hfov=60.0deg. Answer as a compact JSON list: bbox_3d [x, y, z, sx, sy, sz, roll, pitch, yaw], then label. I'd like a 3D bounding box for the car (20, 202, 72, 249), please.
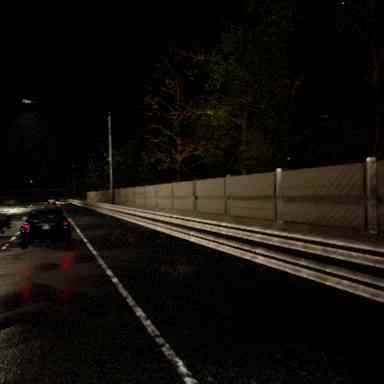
[{"bbox_3d":[-7.066,1.562,16.180,2.097,1.767,4.553,-2,0,-23],"label":"car"}]

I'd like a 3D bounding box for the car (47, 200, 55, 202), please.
[{"bbox_3d":[-35.956,2.712,85.114,2.128,1.511,4.902,-2,0,-23],"label":"car"}]

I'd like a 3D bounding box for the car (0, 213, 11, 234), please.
[{"bbox_3d":[-13.104,1.998,21.820,1.895,1.301,4.718,-2,0,-23],"label":"car"}]
